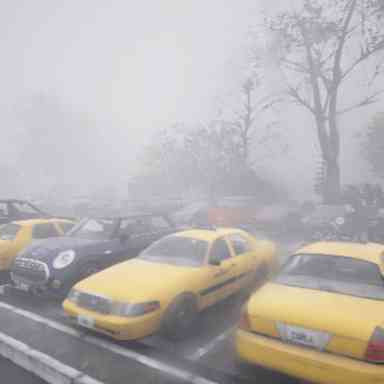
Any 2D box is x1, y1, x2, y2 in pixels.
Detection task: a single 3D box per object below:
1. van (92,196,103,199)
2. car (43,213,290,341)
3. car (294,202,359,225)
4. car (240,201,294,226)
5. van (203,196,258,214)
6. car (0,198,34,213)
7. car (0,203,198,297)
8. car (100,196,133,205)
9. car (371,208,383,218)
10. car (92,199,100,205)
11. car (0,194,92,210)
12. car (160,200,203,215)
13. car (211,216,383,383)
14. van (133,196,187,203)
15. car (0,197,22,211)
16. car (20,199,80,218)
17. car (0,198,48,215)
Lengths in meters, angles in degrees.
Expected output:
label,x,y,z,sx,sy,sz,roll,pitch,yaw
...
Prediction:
label,x,y,z,sx,sy,sz,roll,pitch,yaw
van,-8.862,1.305,28.564,1.878,1.987,4.442,0,0,35
car,0.069,1.455,6.806,1.946,1.575,5.366,0,0,35
car,7.277,1.339,17.367,2.185,1.767,4.553,0,0,35
car,4.954,1.474,18.973,2.097,1.535,5.008,0,0,35
van,2.813,1.257,20.617,1.878,1.987,4.442,0,0,35
car,-20.466,1.430,36.857,2.163,1.488,4.792,1,1,35
car,-2.116,1.342,8.611,2.185,1.767,4.553,0,0,35
car,-4.297,1.387,25.452,2.185,1.767,4.553,0,0,35
car,9.564,1.455,15.711,2.097,1.535,5.008,0,0,35
car,-6.465,1.551,27.058,2.163,1.488,4.792,0,0,35
car,-6.737,1.236,11.865,2.435,2.045,5.566,0,0,35
car,0.441,1.494,22.156,2.231,1.521,4.892,0,0,35
car,2.593,1.446,5.482,1.946,1.575,5.366,0,0,35
van,-1.803,1.277,23.875,1.878,1.987,4.442,0,0,35
car,-22.650,1.363,38.441,2.231,1.521,4.892,1,1,35
car,-13.520,1.518,31.989,2.097,1.535,5.008,1,1,35
car,-18.159,1.470,35.230,2.163,1.488,4.792,1,1,35
